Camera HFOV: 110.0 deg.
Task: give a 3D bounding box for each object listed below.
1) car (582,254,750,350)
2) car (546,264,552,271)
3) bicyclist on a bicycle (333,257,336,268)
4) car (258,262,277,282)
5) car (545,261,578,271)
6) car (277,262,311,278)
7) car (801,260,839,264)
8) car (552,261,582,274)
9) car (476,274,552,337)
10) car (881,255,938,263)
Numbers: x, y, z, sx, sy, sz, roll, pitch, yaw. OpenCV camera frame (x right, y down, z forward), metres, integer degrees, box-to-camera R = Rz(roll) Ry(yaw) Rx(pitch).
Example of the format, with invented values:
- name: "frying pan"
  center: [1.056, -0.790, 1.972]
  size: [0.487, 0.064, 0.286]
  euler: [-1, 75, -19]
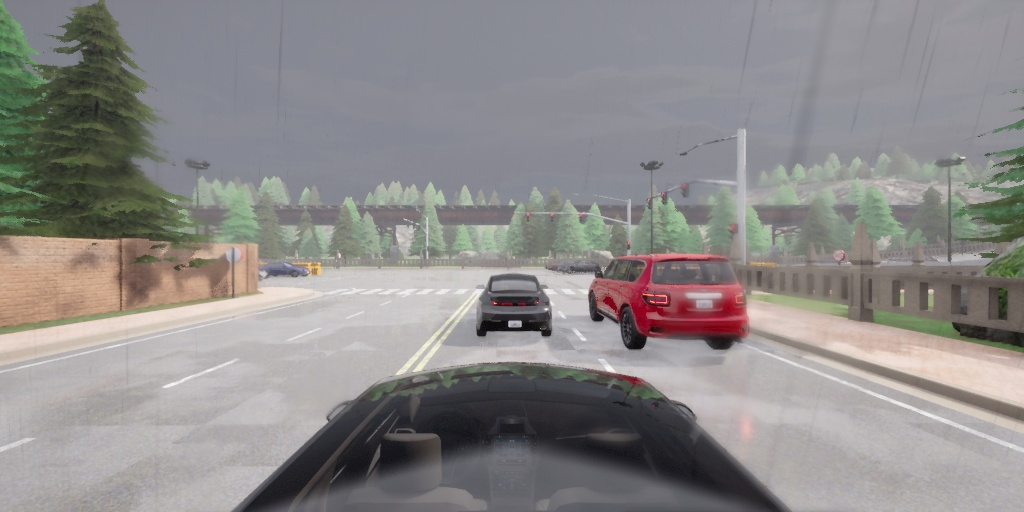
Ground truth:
- name: "car"
  center: [3.517, 0.971, 9.233]
  size: [2.150, 2.045, 5.566]
  euler: [0, 0, 0]
- name: "car"
  center: [6.910, 1.351, 44.565]
  size: [4.718, 1.301, 1.895]
  euler: [0, 0, 0]
- name: "bicyclist on a bicycle"
  center: [-27.410, 1.050, 55.790]
  size: [0.582, 1.620, 1.656]
  euler: [0, 0, 0]
- name: "car"
  center: [-20.930, 1.239, 26.804]
  size: [4.902, 1.511, 2.128]
  euler: [0, 0, 0]
- name: "car"
  center: [6.586, 1.314, 48.066]
  size: [4.181, 1.385, 1.994]
  euler: [0, 0, 0]
- name: "car"
  center: [-21.555, 1.276, 33.817]
  size: [4.674, 1.442, 1.812]
  euler: [0, 0, 0]
- name: "car"
  center: [40.996, 1.207, 48.173]
  size: [4.718, 1.301, 1.895]
  euler: [-2, 0, 0]
- name: "car"
  center: [7.425, 1.241, 39.940]
  size: [4.902, 1.511, 2.128]
  euler: [0, 0, -16]
- name: "car"
  center: [0.021, 1.255, 10.334]
  size: [1.837, 1.490, 4.892]
  euler: [0, 0, -1]
- name: "car"
  center: [45.861, 0.752, 41.188]
  size: [4.553, 1.767, 2.097]
  euler: [-3, 0, 0]
